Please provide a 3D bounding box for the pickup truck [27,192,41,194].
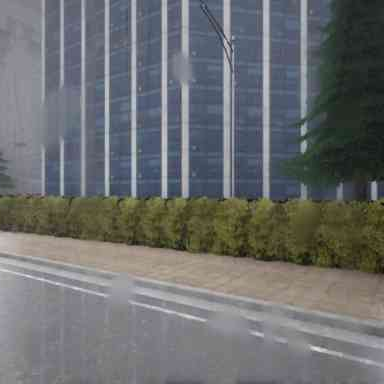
[{"bbox_3d":[-33.617,1.059,72.137,6.274,2.098,2.390,0,0,-26],"label":"pickup truck"}]
